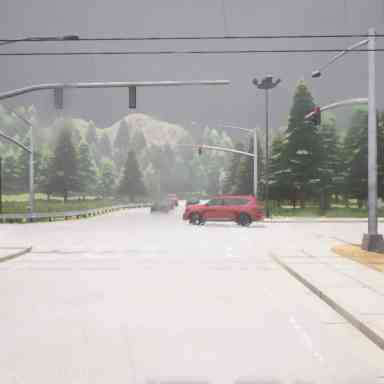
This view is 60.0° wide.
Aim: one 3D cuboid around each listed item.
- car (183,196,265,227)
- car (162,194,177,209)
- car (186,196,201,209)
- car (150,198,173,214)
[{"bbox_3d":[2.205,1.289,22.995,5.566,2.045,2.150,0,1,17],"label":"car"},{"bbox_3d":[-3.528,1.486,44.729,2.097,1.767,4.553,0,0,0],"label":"car"},{"bbox_3d":[0.166,1.478,49.319,2.097,1.767,4.553,0,0,0],"label":"car"},{"bbox_3d":[-3.551,1.717,37.606,1.895,1.301,4.718,0,0,0],"label":"car"}]
